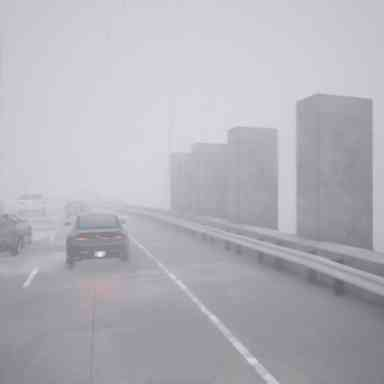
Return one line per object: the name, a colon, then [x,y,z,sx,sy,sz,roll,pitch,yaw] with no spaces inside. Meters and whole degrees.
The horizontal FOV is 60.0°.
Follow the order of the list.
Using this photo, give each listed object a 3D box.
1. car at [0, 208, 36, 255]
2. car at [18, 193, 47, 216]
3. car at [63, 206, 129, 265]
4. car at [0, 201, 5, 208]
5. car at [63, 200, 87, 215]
car: [-7.418,1.525,12.729,1.994,1.385,4.181,0,0,-19]
car: [-14.786,1.107,30.832,2.150,2.045,5.566,0,0,-25]
car: [-3.345,1.454,11.626,1.837,1.490,4.892,0,1,-18]
car: [-18.468,1.263,30.367,2.097,1.767,4.553,0,1,-25]
car: [-9.962,1.427,28.675,2.033,1.411,5.357,0,0,-24]
